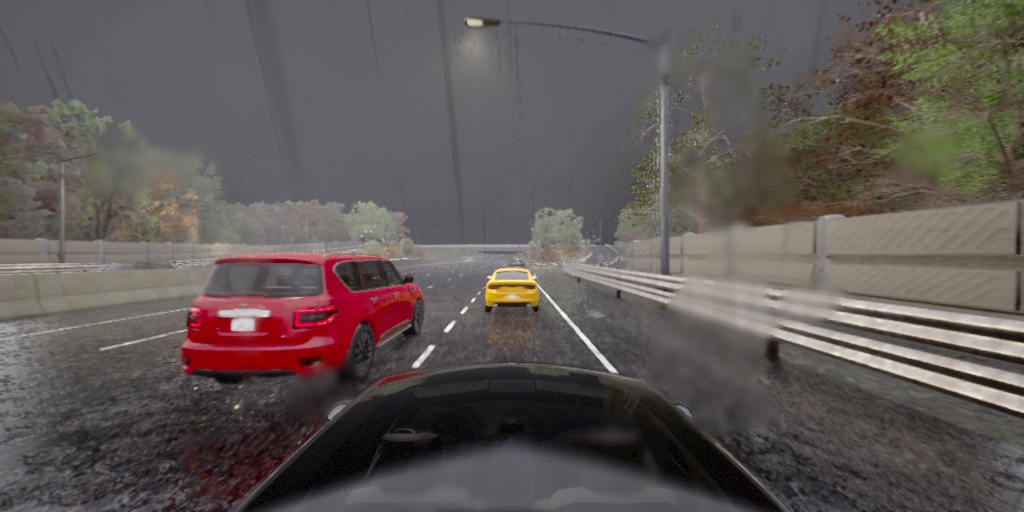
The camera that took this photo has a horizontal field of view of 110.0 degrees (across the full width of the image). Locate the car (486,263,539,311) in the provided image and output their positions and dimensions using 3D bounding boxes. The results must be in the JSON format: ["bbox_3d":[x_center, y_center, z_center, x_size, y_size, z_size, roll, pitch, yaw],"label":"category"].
[{"bbox_3d":[0.003,1.223,14.529,1.882,1.535,5.008,0,0,0],"label":"car"}]

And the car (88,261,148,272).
[{"bbox_3d":[-21.045,1.095,19.820,2.097,1.767,4.553,0,0,1],"label":"car"}]

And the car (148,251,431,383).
[{"bbox_3d":[-3.400,0.969,7.225,2.150,2.045,5.566,0,0,0],"label":"car"}]

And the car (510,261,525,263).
[{"bbox_3d":[0.575,1.230,36.592,2.128,1.511,4.902,0,0,6],"label":"car"}]
